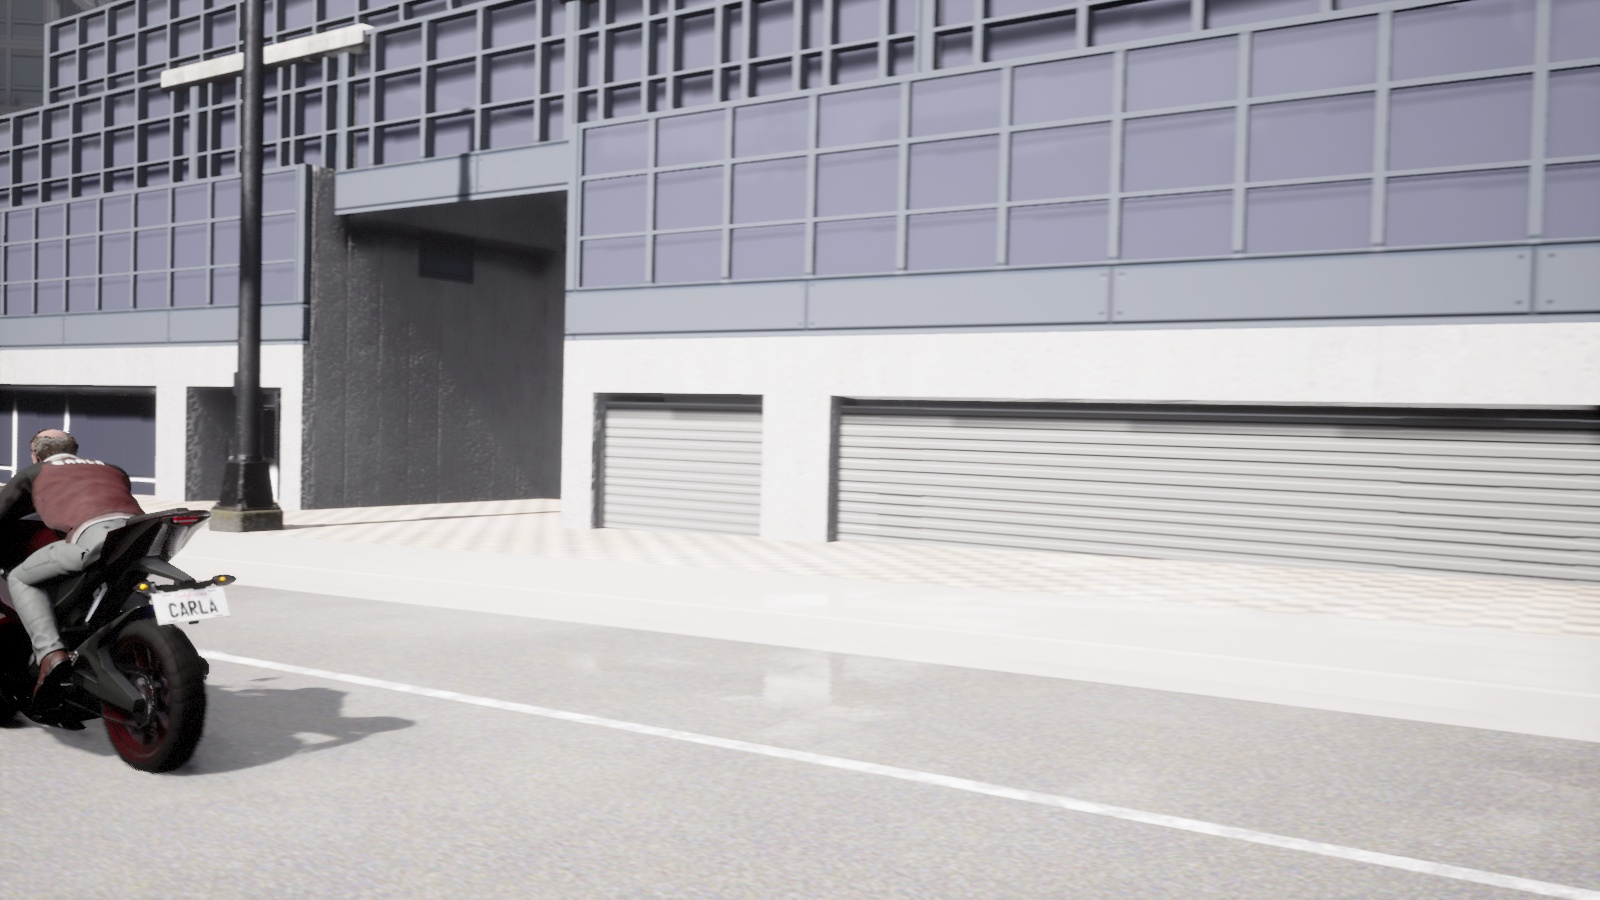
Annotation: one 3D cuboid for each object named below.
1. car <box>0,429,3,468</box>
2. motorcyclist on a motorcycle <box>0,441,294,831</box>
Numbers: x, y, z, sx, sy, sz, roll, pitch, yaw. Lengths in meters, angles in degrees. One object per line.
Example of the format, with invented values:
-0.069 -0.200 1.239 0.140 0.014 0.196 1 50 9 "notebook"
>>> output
-33.655 -0.039 48.013 1.882 1.535 5.008 1 2 34 "car"
-3.451 0.742 5.918 2.191 1.530 0.866 -1 1 34 "motorcyclist on a motorcycle"
